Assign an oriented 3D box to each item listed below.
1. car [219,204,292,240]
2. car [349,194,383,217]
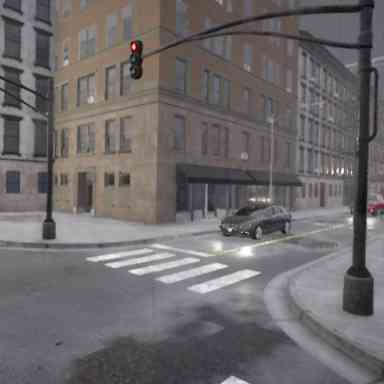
[{"bbox_3d":[3.243,1.374,16.369,1.837,1.490,4.892,2,2,41],"label":"car"},{"bbox_3d":[17.165,1.218,32.412,2.150,2.045,5.566,2,1,41],"label":"car"}]
